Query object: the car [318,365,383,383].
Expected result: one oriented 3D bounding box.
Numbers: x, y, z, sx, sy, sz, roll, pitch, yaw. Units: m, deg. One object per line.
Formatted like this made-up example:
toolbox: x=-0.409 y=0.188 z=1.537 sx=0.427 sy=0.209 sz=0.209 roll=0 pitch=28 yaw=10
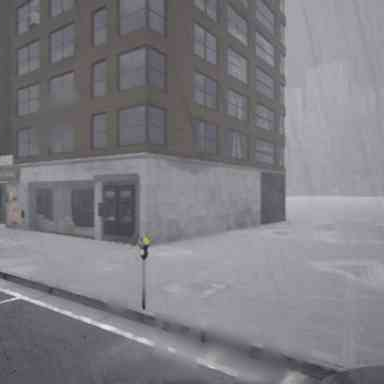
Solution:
car: x=2.589 y=1.556 z=1.234 sx=4.403 sy=1.369 sz=2.008 roll=0 pitch=0 yaw=36
